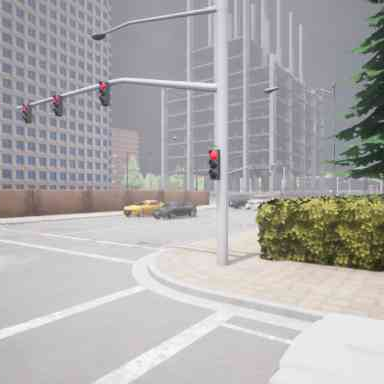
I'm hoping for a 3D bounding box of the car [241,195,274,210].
[{"bbox_3d":[9.026,1.382,43.451,2.150,2.045,5.566,0,0,35],"label":"car"}]

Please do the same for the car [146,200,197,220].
[{"bbox_3d":[-1.452,1.560,28.891,1.837,1.490,4.892,0,0,35],"label":"car"}]

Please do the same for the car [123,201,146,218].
[{"bbox_3d":[-4.220,1.533,31.037,1.882,1.535,5.008,0,0,36],"label":"car"}]

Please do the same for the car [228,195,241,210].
[{"bbox_3d":[6.174,1.382,45.481,2.150,2.045,5.566,0,0,35],"label":"car"}]

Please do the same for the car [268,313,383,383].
[{"bbox_3d":[2.828,1.601,1.951,4.718,1.301,1.895,0,0,36],"label":"car"}]
